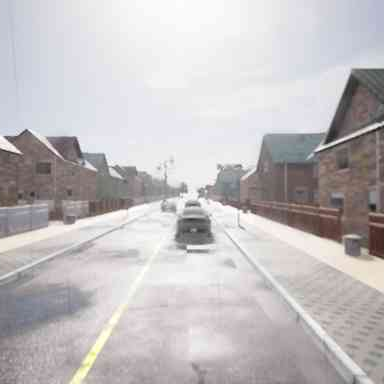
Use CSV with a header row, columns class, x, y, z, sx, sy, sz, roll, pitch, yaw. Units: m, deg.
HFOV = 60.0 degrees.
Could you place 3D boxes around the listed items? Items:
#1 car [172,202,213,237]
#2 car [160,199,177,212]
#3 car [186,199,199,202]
class,x,y,z,sx,sy,sz,roll,pitch,yaw
car,0.087,1.562,18.238,1.837,1.490,4.892,0,0,0
car,-2.773,1.636,40.674,2.128,1.511,4.902,0,0,0
car,0.078,1.615,39.260,1.882,1.535,5.008,0,0,0
